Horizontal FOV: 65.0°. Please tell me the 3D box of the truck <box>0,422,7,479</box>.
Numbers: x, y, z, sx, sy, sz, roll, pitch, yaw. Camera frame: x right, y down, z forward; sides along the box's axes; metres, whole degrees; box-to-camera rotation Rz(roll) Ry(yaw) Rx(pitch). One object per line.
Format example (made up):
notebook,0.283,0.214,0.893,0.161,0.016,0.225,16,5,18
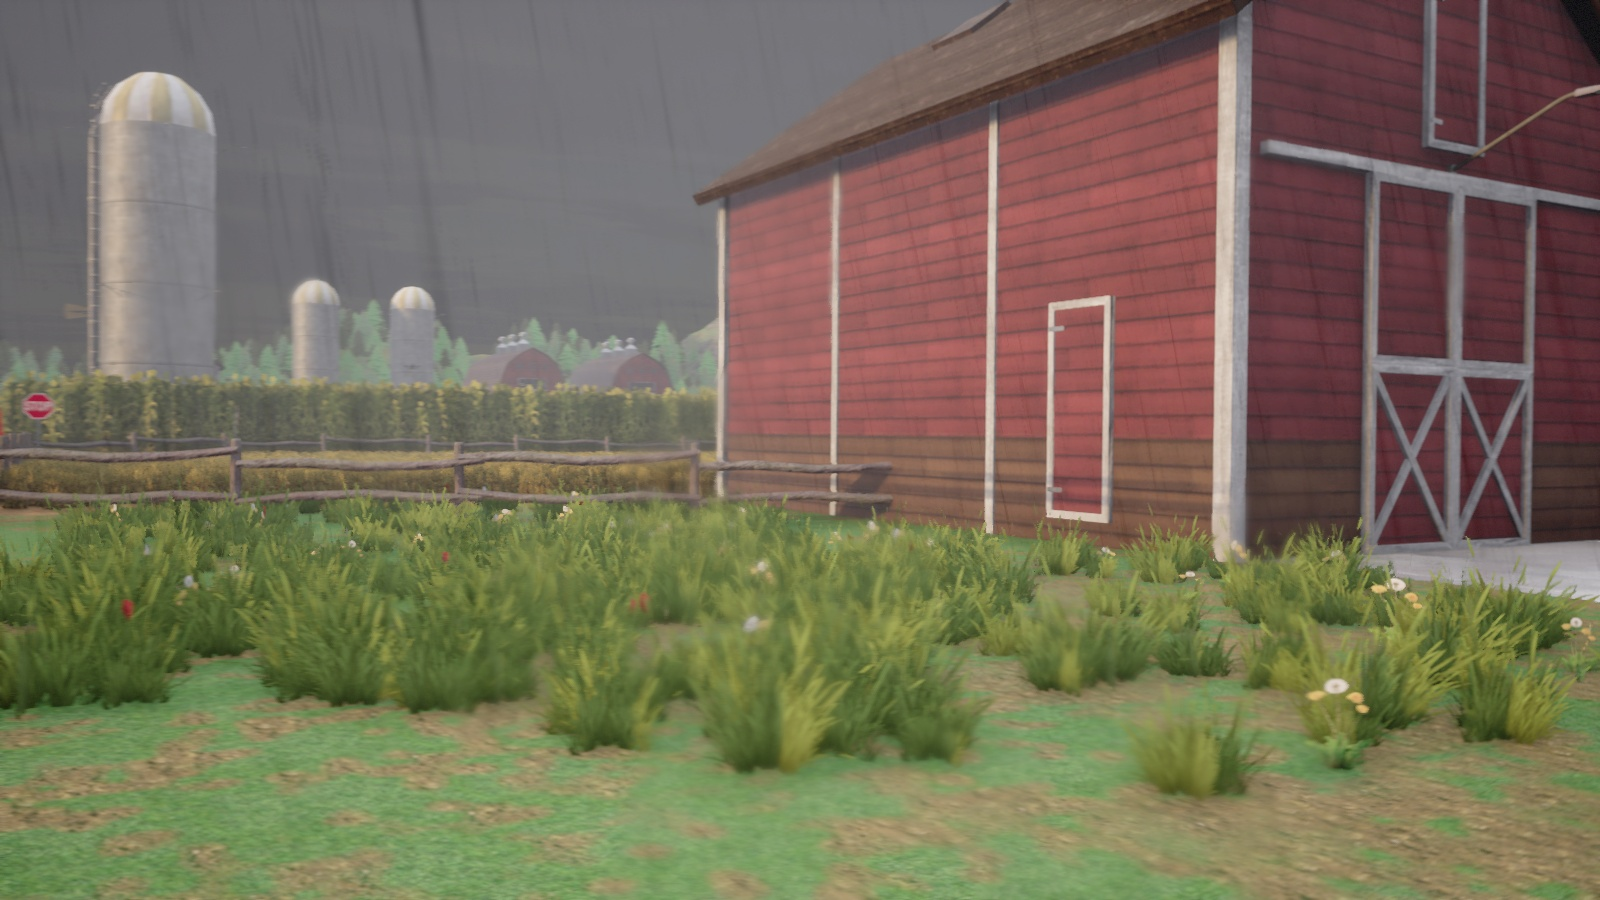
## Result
truck,-37.155,0.035,55.281,5.204,2.467,2.627,0,1,44
